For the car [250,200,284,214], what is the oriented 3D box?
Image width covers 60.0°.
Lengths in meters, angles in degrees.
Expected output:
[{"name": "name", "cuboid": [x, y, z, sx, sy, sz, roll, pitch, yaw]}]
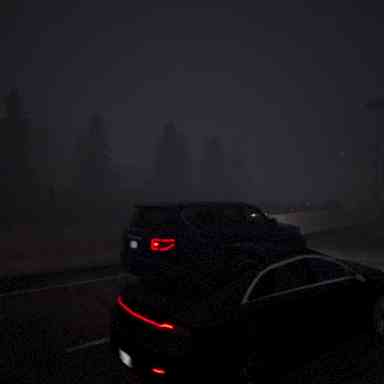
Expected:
[{"name": "car", "cuboid": [8.677, 1.681, 38.173, 2.033, 1.411, 5.357, 0, 0, 35]}]

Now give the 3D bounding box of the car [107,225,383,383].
[{"name": "car", "cuboid": [1.222, 1.510, 4.937, 4.902, 1.511, 2.128, 0, 0, -38]}]

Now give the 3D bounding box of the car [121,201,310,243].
[{"name": "car", "cuboid": [0.804, 1.253, 9.007, 5.566, 2.045, 2.150, 0, 0, -39]}]

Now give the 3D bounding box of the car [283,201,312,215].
[{"name": "car", "cuboid": [11.600, 1.692, 36.357, 1.994, 1.385, 4.181, 0, 0, 34]}]

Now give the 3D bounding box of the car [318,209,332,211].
[{"name": "car", "cuboid": [14.406, 1.599, 34.263, 1.882, 1.535, 5.008, 0, 0, 34]}]
